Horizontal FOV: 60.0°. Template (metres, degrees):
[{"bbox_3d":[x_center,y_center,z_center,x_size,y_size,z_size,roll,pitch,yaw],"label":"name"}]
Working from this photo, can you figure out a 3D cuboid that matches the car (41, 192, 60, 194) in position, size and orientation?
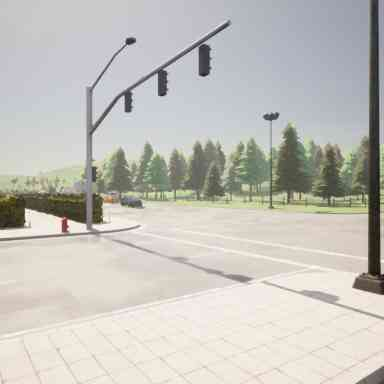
[{"bbox_3d":[-24.085,1.221,57.637,2.150,2.045,5.566,0,0,-35],"label":"car"}]

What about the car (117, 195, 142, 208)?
[{"bbox_3d":[-8.731,1.525,47.840,1.812,1.442,4.674,0,0,-34],"label":"car"}]

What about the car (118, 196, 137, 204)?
[{"bbox_3d":[-12.769,1.505,65.889,1.837,1.490,4.892,0,0,-35],"label":"car"}]

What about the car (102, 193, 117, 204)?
[{"bbox_3d":[-15.545,1.478,63.927,1.882,1.535,5.008,0,0,-35],"label":"car"}]

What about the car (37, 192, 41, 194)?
[{"bbox_3d":[-29.754,1.058,65.879,2.150,2.045,5.566,0,0,-35],"label":"car"}]
